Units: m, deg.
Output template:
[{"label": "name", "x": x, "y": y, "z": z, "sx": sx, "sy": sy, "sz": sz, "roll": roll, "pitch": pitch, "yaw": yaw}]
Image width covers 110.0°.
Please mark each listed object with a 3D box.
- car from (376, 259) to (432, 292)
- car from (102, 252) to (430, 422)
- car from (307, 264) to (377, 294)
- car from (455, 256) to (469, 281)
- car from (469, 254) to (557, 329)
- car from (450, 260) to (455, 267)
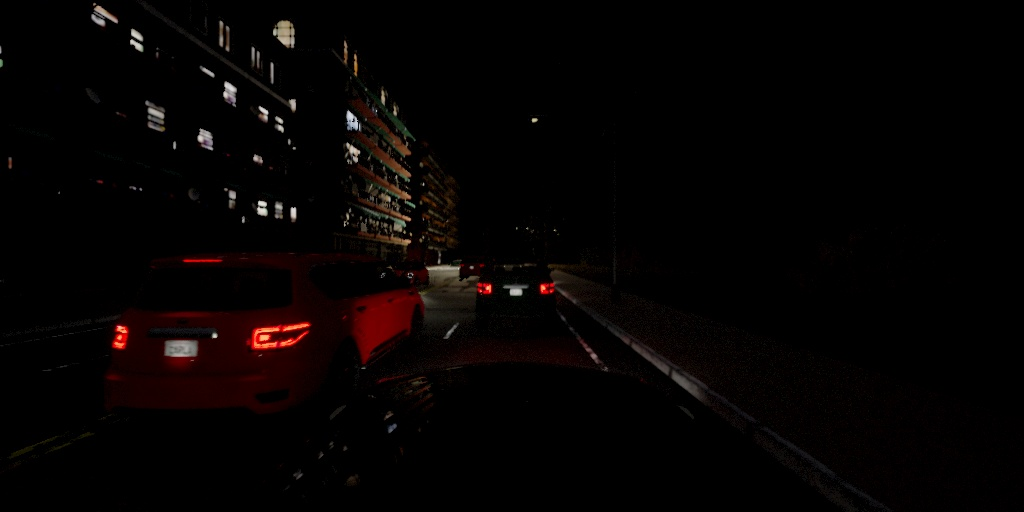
[{"label": "car", "x": -6.566, "y": 1.103, "z": 22.287, "sx": 2.097, "sy": 1.767, "sz": 4.553, "roll": 0, "pitch": 0, "yaw": 0}, {"label": "car", "x": -3.141, "y": 0.972, "z": 6.093, "sx": 2.150, "sy": 2.045, "sz": 5.566, "roll": 0, "pitch": 0, "yaw": 0}, {"label": "car", "x": -9.819, "y": 1.256, "z": 21.203, "sx": 1.837, "sy": 1.490, "sz": 4.892, "roll": 0, "pitch": 0, "yaw": 0}, {"label": "car", "x": -3.102, "y": 0.974, "z": 30.339, "sx": 2.150, "sy": 2.045, "sz": 5.566, "roll": 0, "pitch": 0, "yaw": 0}, {"label": "car", "x": 0.112, "y": 0.973, "z": 11.437, "sx": 2.150, "sy": 2.045, "sz": 5.566, "roll": 0, "pitch": 0, "yaw": 0}, {"label": "car", "x": -9.703, "y": 1.347, "z": 63.333, "sx": 1.895, "sy": 1.301, "sz": 4.718, "roll": 0, "pitch": 0, "yaw": 1}]
